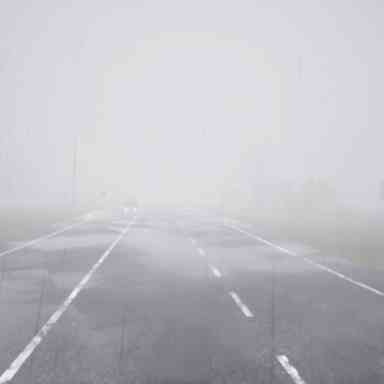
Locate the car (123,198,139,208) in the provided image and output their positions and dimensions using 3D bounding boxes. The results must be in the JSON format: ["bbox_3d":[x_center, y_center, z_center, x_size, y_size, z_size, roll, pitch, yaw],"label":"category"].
[{"bbox_3d":[-8.696,1.565,47.858,1.994,1.385,4.181,1,0,-6],"label":"car"}]
